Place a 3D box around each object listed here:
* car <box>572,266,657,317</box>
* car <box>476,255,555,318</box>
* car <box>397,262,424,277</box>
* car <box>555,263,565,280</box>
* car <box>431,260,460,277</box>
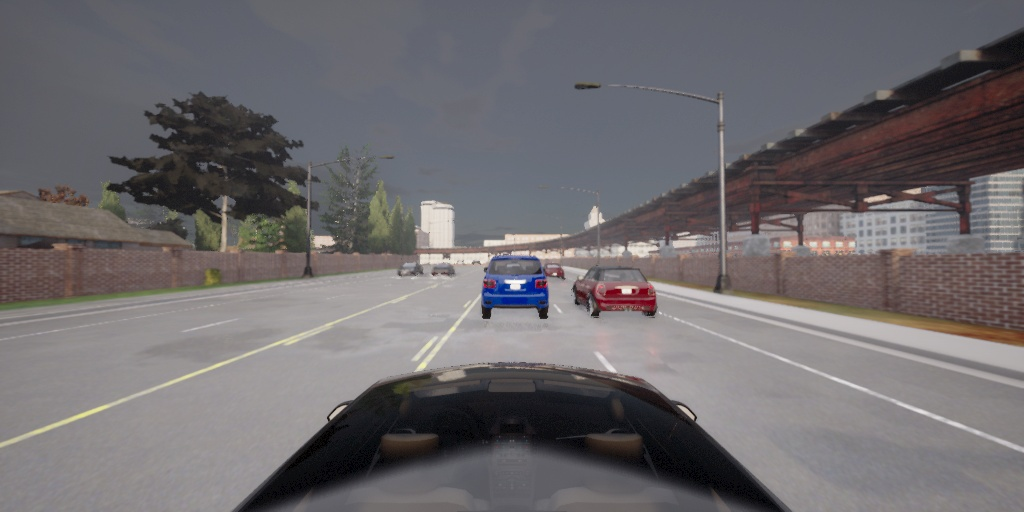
[{"bbox_3d":[3.601,1.133,13.376,2.097,1.767,4.553,0,0,0],"label":"car"},{"bbox_3d":[0.100,1.002,13.282,2.150,2.045,5.566,0,0,0],"label":"car"},{"bbox_3d":[-10.594,1.371,37.711,1.812,1.442,4.674,0,0,0],"label":"car"},{"bbox_3d":[3.599,1.356,32.341,1.812,1.442,4.674,0,0,0],"label":"car"},{"bbox_3d":[-7.098,1.392,37.653,2.033,1.411,5.357,0,0,0],"label":"car"}]
